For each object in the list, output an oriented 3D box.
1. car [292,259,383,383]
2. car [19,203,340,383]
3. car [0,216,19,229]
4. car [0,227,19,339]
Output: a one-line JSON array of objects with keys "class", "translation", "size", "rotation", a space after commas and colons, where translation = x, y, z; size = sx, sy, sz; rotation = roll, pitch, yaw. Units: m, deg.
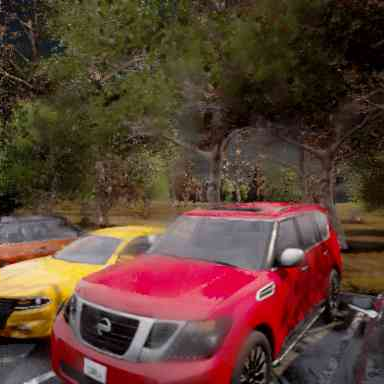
[{"class": "car", "translation": [3.029, 1.481, 3.609], "size": [2.231, 1.521, 4.892], "rotation": [0, 0, 36]}, {"class": "car", "translation": [0.742, 1.231, 5.198], "size": [2.435, 2.045, 5.566], "rotation": [0, 0, 35]}, {"class": "car", "translation": [-3.796, 1.363, 8.430], "size": [2.185, 1.767, 4.553], "rotation": [0, 0, 36]}, {"class": "car", "translation": [-1.507, 1.486, 6.842], "size": [2.097, 1.535, 5.008], "rotation": [0, 0, 36]}]
